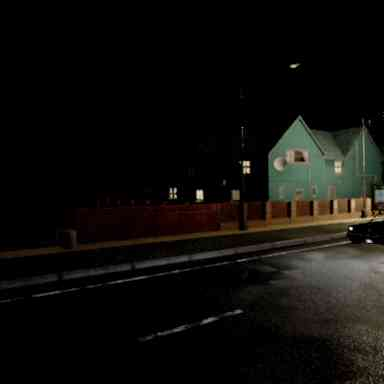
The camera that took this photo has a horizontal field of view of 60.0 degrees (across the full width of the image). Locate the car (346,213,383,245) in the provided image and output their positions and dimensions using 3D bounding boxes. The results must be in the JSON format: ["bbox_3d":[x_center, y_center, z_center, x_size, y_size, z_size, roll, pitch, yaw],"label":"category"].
[{"bbox_3d":[8.377,1.504,13.648,4.718,1.301,1.895,0,0,-35],"label":"car"}]
